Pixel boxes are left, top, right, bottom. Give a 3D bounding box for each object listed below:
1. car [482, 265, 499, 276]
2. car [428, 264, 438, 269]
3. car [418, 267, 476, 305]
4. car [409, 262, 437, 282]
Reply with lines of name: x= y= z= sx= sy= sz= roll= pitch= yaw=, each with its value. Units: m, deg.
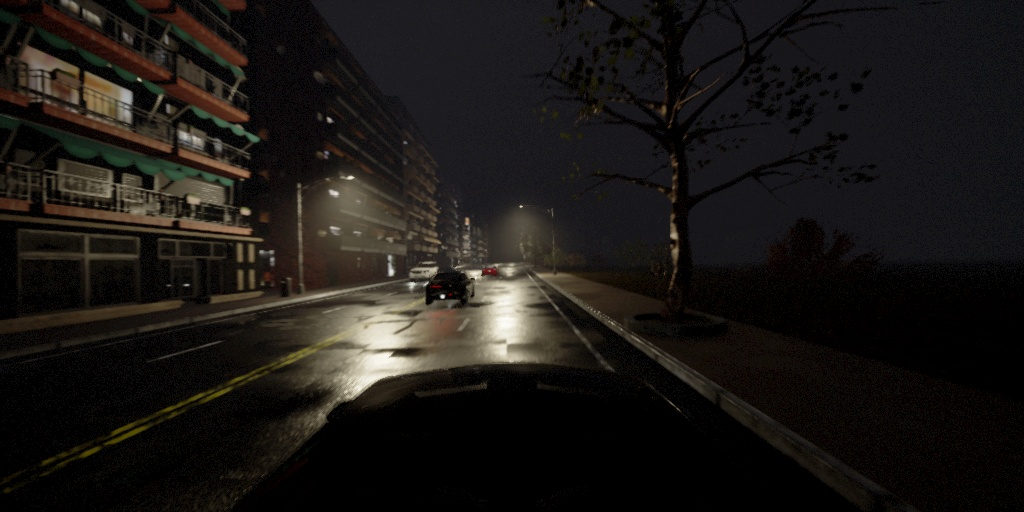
car: x=-2.756 y=1.827 z=45.894 sx=1.994 sy=1.385 sz=4.181 roll=-2 pitch=-1 yaw=0
car: x=-6.289 y=1.799 z=34.084 sx=1.812 sy=1.442 sz=4.674 roll=-2 pitch=-1 yaw=1
car: x=-2.989 y=1.511 z=17.915 sx=1.837 sy=1.490 sz=4.892 roll=-2 pitch=-1 yaw=0
car: x=-9.492 y=1.655 z=39.284 sx=2.150 sy=2.045 sz=5.566 roll=-2 pitch=-1 yaw=1
